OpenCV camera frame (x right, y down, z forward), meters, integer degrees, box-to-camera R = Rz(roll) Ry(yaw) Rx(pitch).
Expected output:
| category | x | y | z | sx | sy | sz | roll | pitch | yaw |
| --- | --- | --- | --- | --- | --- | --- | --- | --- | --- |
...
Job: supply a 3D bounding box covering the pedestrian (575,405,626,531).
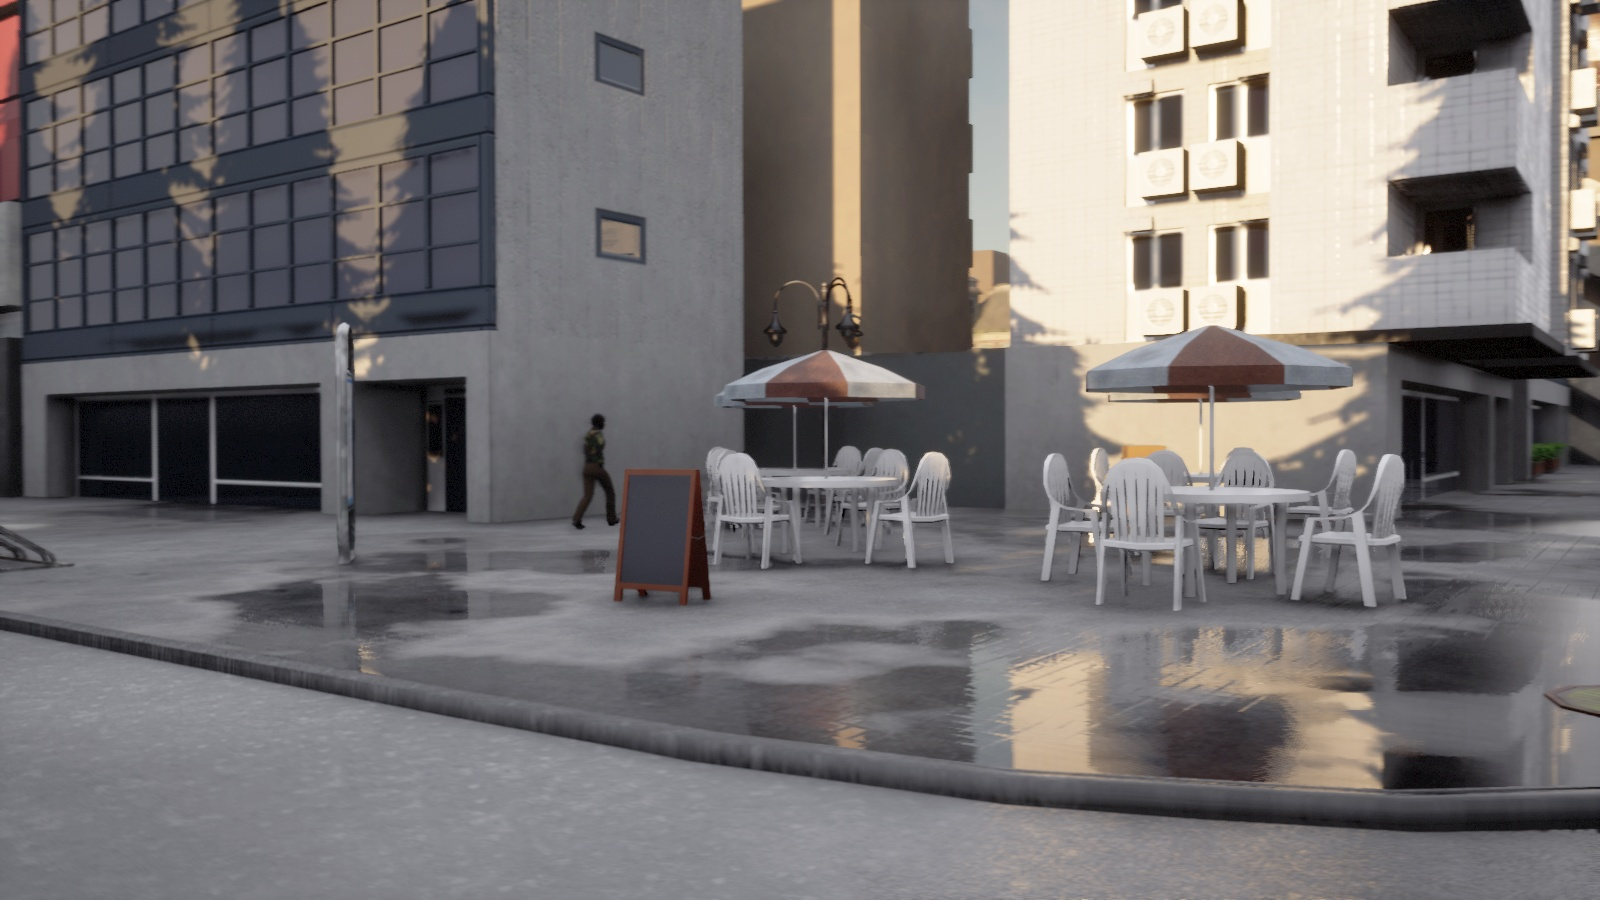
| category | x | y | z | sx | sy | sz | roll | pitch | yaw |
| --- | --- | --- | --- | --- | --- | --- | --- | --- | --- |
| pedestrian | -3.124 | 0.270 | 19.690 | 0.395 | 1.930 | 0.692 | 1 | 1 | 42 |
